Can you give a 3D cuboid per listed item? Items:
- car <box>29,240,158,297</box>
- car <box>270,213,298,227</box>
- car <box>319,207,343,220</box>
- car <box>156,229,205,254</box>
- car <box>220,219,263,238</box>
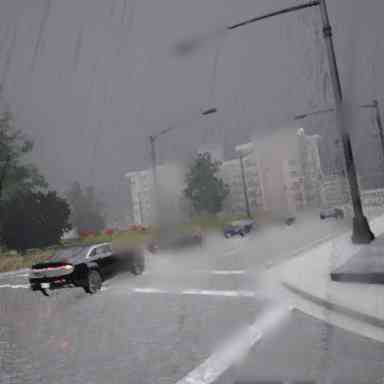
[{"bbox_3d":[-3.387,2.539,11.747,2.128,1.511,4.902,-10,-6,18],"label":"car"},{"bbox_3d":[10.334,3.107,37.511,1.994,1.385,4.181,-11,-6,35],"label":"car"},{"bbox_3d":[16.843,2.509,40.296,1.994,1.385,4.181,-11,-6,35],"label":"car"},{"bbox_3d":[-0.967,3.193,21.872,1.994,1.385,4.181,-11,-6,35],"label":"car"},{"bbox_3d":[4.480,3.136,29.426,2.033,1.411,5.357,-11,-6,35],"label":"car"}]
